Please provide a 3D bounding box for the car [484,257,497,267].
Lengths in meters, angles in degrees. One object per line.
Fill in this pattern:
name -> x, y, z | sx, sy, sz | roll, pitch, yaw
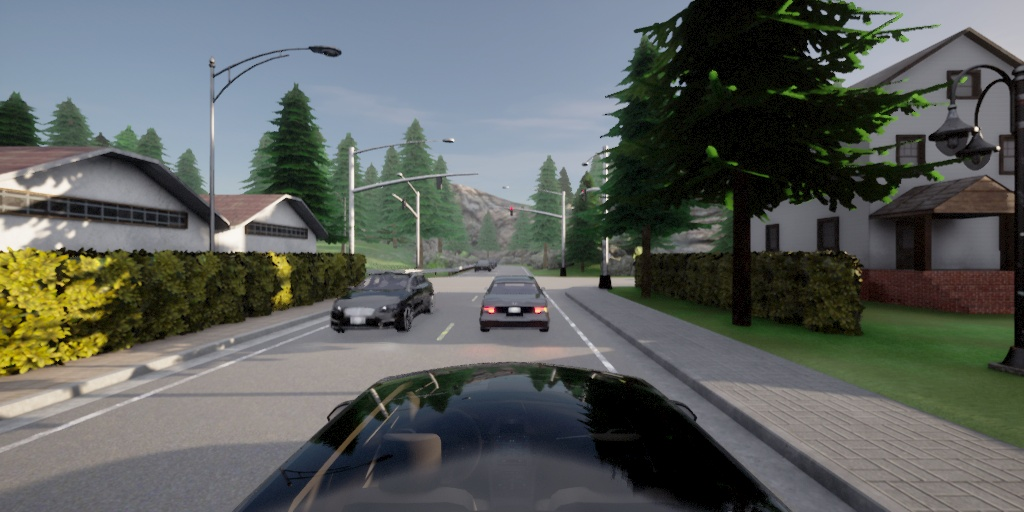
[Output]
car -> -3.821, 1.077, 63.981 | 2.097, 1.767, 4.553 | 0, 0, -7

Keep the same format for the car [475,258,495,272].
car -> -3.557, 1.210, 44.874 | 1.882, 1.535, 5.008 | 0, 0, 0

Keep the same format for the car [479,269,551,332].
car -> 0.077, 1.294, 10.807 | 2.033, 1.411, 5.357 | 0, 0, 0

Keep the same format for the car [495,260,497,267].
car -> -3.521, 1.330, 54.263 | 1.895, 1.301, 4.718 | 0, 0, 0

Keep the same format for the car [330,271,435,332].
car -> -3.616, 1.237, 10.848 | 2.128, 1.511, 4.902 | 0, 0, 0
